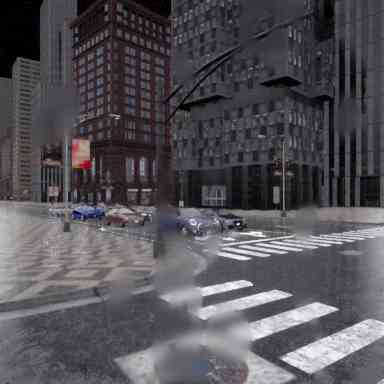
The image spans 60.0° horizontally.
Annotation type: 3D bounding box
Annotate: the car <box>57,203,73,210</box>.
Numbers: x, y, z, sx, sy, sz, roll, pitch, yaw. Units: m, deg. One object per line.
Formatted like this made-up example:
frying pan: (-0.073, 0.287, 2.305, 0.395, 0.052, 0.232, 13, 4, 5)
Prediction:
car: (-24.974, 2.851, 65.401, 1.895, 1.301, 4.718, 0, -1, -36)

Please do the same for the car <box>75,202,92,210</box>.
car: (-21.714, 2.751, 66.434, 1.812, 1.442, 4.674, 0, -1, -36)

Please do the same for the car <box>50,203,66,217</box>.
car: (-16.680, 2.416, 42.432, 1.895, 1.301, 4.718, 0, -1, -35)

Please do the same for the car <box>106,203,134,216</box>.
car: (-9.612, 2.253, 44.011, 1.837, 1.490, 4.892, 0, -1, -36)

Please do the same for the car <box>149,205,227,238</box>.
car: (-0.361, 1.636, 19.612, 2.097, 1.767, 4.553, 0, -1, -35)

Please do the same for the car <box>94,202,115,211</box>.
car: (-15.046, 2.487, 57.148, 1.882, 1.535, 5.008, 0, -1, -35)

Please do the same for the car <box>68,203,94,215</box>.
car: (-15.573, 2.352, 46.492, 2.128, 1.511, 4.902, 0, -1, -35)

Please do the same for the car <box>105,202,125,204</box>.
car: (-9.534, 2.153, 38.000, 2.128, 1.511, 4.902, 0, -1, -36)

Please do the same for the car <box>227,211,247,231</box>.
car: (1.712, 1.861, 22.331, 1.994, 1.385, 4.181, 0, -1, -36)

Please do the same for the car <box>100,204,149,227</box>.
car: (-5.514, 1.975, 26.825, 1.812, 1.442, 4.674, 0, -1, -36)

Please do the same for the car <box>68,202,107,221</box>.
car: (-10.910, 2.103, 34.342, 1.882, 1.535, 5.008, 0, -1, -36)
